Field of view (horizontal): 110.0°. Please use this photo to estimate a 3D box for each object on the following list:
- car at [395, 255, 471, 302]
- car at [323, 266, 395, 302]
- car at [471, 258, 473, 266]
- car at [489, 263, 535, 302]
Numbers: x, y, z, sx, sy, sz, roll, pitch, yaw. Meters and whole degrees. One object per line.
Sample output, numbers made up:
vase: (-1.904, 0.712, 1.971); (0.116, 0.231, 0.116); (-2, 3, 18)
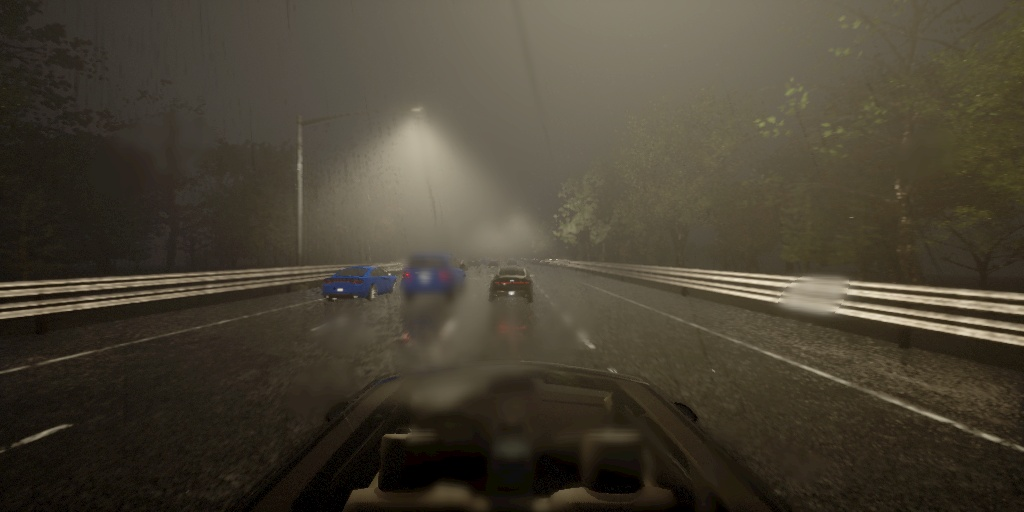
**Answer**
car: (-3.493, 0.972, 17.046); (2.150, 2.045, 5.566); (0, 0, 0)
car: (-6.993, 1.228, 17.071); (1.882, 1.535, 5.008); (0, 0, 0)
car: (-6.980, 1.245, 48.724); (2.128, 1.511, 4.902); (0, 0, 0)
car: (0.004, 1.256, 16.920); (1.837, 1.490, 4.892); (0, 0, 0)
